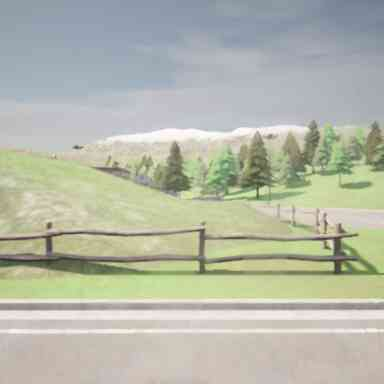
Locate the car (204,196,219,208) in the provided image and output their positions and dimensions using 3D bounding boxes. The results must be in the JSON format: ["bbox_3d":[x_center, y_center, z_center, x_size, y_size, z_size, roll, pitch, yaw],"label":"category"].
[{"bbox_3d":[1.126,1.424,49.715,4.553,1.767,2.097,0,0,36],"label":"car"}]

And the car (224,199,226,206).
[{"bbox_3d":[3.542,1.440,56.746,4.553,1.767,2.097,0,0,34],"label":"car"}]

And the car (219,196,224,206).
[{"bbox_3d":[2.414,1.645,53.296,4.181,1.385,1.994,0,0,35],"label":"car"}]

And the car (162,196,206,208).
[{"bbox_3d":[-1.199,1.612,47.131,5.357,1.411,2.033,0,0,35],"label":"car"}]

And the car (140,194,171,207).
[{"bbox_3d":[-6.260,1.299,61.830,5.566,2.045,2.150,0,0,21],"label":"car"}]
